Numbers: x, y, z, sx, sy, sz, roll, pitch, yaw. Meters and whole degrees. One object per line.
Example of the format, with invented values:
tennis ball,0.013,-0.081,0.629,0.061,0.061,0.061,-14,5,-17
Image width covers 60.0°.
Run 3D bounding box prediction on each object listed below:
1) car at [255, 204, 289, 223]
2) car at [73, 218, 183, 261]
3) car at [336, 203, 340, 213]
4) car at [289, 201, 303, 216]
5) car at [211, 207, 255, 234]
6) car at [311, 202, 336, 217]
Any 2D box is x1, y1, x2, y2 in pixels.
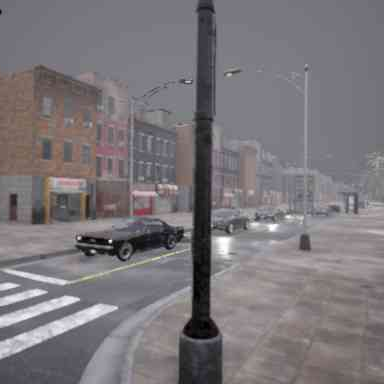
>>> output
car,7.074,1.885,30.125,1.837,1.490,4.892,0,0,29
car,-2.279,1.717,13.094,1.895,1.301,4.718,0,-1,29
car,20.287,2.192,48.287,1.882,1.535,5.008,0,0,29
car,13.028,1.904,40.866,2.097,1.767,4.553,0,-1,29
car,2.205,1.747,21.261,1.837,1.490,4.892,0,-1,29
car,15.002,2.103,38.566,2.033,1.411,5.357,0,-1,29
